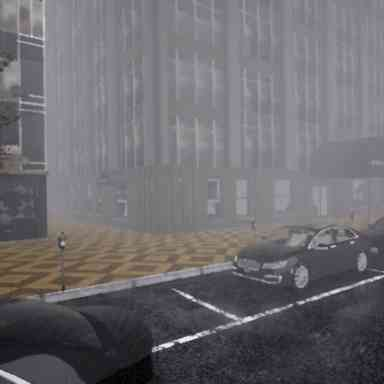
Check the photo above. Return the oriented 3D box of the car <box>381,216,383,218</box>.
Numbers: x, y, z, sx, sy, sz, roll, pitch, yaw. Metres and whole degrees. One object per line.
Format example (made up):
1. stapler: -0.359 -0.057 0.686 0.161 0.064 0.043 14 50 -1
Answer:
1. car: 7.636 1.483 12.034 4.313 1.339 1.947 0 0 -36

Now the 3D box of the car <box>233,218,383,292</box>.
1. car: 3.013 1.504 8.728 4.403 1.369 2.008 0 0 -36

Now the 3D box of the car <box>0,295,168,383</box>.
1. car: -2.425 1.512 1.647 4.892 1.490 1.837 0 0 -36
